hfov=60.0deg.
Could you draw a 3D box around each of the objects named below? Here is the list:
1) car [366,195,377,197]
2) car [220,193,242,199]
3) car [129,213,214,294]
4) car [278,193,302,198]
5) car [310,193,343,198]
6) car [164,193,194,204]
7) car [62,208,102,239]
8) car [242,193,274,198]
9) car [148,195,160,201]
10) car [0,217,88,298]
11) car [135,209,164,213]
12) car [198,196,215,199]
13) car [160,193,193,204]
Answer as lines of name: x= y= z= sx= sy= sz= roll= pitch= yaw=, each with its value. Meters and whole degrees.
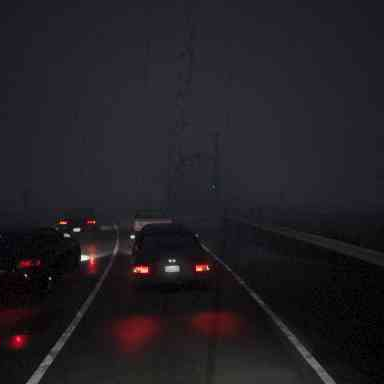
car: x=41.278 y=1.477 z=76.706 sx=5.008 sy=1.535 sz=1.882 roll=0 pitch=0 yaw=-34
car: x=8.550 y=1.221 z=68.950 sx=5.566 sy=2.045 sz=2.150 roll=0 pitch=0 yaw=-20
car: x=-0.695 y=1.547 z=8.975 sx=2.033 sy=1.411 sz=5.357 roll=0 pitch=0 yaw=-7
car: x=21.744 y=1.225 z=73.756 sx=5.566 sy=2.045 sz=2.150 roll=0 pitch=0 yaw=-20
car: x=27.805 y=1.225 z=68.706 sx=5.566 sy=2.045 sz=2.150 roll=0 pitch=0 yaw=-22
car: x=-2.594 y=1.221 z=65.024 sx=5.566 sy=2.045 sz=2.150 roll=0 pitch=0 yaw=-20
car: x=-5.689 y=1.526 z=17.142 sx=1.812 sy=1.442 sz=4.674 roll=0 pitch=0 yaw=-13
car: x=12.942 y=1.221 z=63.168 sx=5.566 sy=2.045 sz=2.150 roll=0 pitch=0 yaw=-20
car: x=-6.925 y=1.352 z=67.156 sx=4.553 sy=1.767 sz=2.097 roll=0 pitch=0 yaw=-20
car: x=-4.210 y=1.564 z=8.532 sx=1.994 sy=1.385 sz=4.181 roll=0 pitch=0 yaw=-6
car: x=-2.375 y=1.601 z=18.476 sx=1.895 sy=1.301 sz=4.718 roll=0 pitch=0 yaw=-12
car: x=3.037 y=1.552 z=70.683 sx=4.181 sy=1.385 sz=1.994 roll=0 pitch=0 yaw=-20
car: x=-2.681 y=1.356 z=57.565 sx=4.553 sy=1.767 sz=2.097 roll=1 pitch=0 yaw=-20
